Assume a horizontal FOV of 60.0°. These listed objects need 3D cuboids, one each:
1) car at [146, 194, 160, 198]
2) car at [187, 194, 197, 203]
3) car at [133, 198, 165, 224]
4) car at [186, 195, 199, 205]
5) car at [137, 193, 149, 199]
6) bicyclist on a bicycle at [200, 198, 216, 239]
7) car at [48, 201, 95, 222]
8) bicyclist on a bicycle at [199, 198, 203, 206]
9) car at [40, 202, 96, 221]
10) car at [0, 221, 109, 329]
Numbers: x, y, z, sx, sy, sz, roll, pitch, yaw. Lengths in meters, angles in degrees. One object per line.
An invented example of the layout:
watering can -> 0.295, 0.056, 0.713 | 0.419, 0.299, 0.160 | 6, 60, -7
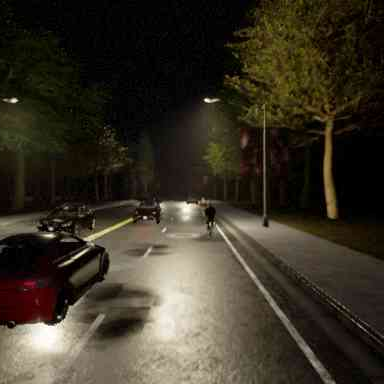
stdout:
car -> -6.547, 1.500, 59.746 | 1.837, 1.490, 4.892 | 0, 0, 1
car -> -0.013, 1.381, 73.507 | 2.097, 1.767, 4.553 | 0, 0, 0
car -> -3.156, 1.482, 24.820 | 1.837, 1.490, 4.892 | 0, 0, 0
car -> 0.090, 1.520, 58.164 | 1.812, 1.442, 4.674 | 0, 0, 0
car -> -9.762, 1.232, 67.558 | 2.150, 2.045, 5.566 | 0, 0, 0
bicyclist on a bicycle -> 0.889, 1.352, 16.416 | 0.659, 1.776, 1.843 | 0, 0, 0
car -> -9.856, 1.524, 27.734 | 2.033, 1.411, 5.357 | 0, 0, 0
bicyclist on a bicycle -> 0.886, 1.348, 26.532 | 0.659, 1.776, 1.843 | 0, 0, 0
car -> -6.601, 1.485, 17.995 | 1.837, 1.490, 4.892 | 0, 0, 0
car -> -3.152, 1.554, 7.080 | 1.994, 1.385, 4.181 | 0, 0, 0
